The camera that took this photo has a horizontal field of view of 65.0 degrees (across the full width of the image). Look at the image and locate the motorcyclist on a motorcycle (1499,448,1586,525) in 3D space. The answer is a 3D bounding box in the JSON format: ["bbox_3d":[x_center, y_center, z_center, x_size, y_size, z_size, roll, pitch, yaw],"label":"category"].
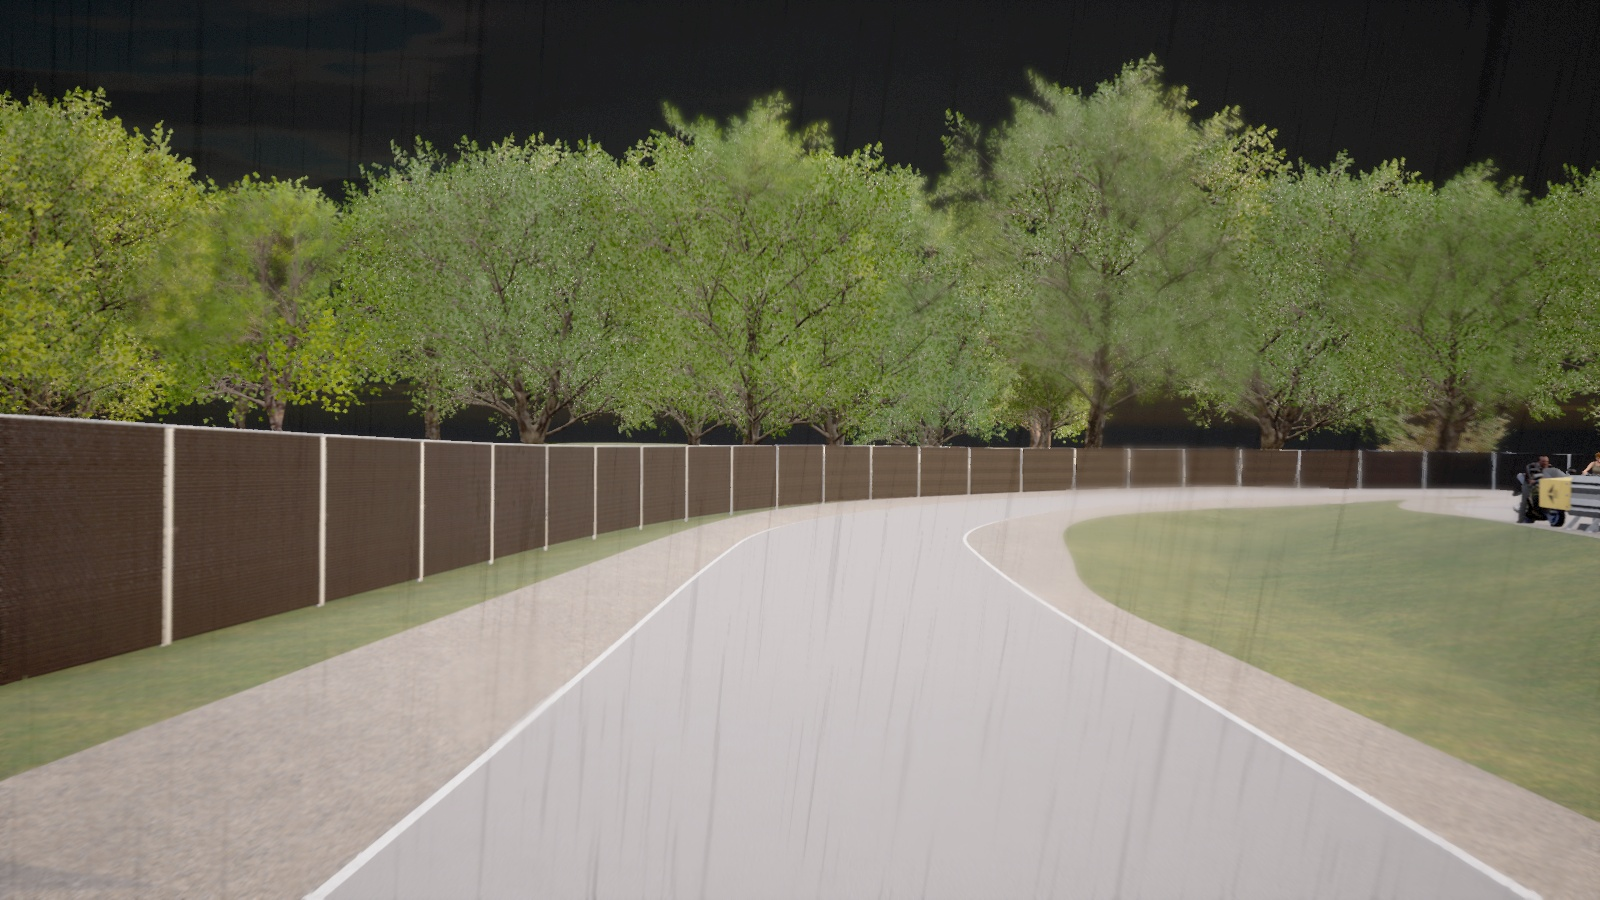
[{"bbox_3d":[15.476,0.771,26.251,0.866,1.530,2.191,0,-3,11],"label":"motorcyclist on a motorcycle"}]
